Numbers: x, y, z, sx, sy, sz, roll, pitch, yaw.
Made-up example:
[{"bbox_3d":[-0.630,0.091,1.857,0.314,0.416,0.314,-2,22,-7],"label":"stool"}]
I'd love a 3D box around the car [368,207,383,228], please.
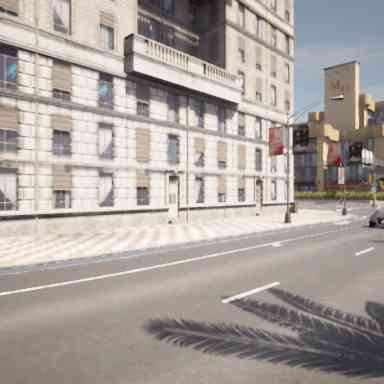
[{"bbox_3d":[12.951,1.599,21.397,4.181,1.385,1.994,0,0,-45],"label":"car"}]
